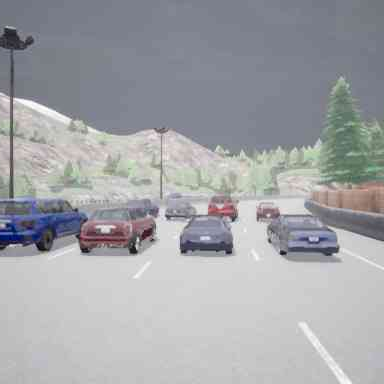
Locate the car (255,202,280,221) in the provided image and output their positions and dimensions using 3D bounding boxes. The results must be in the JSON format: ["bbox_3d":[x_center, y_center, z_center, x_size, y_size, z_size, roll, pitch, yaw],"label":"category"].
[{"bbox_3d":[6.025,1.533,26.543,1.812,1.442,4.674,0,0,11],"label":"car"}]

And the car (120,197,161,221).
[{"bbox_3d":[-4.297,1.366,28.468,2.097,1.767,4.553,0,0,11],"label":"car"}]

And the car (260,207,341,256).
[{"bbox_3d":[4.133,1.563,13.156,2.033,1.411,5.357,0,0,5],"label":"car"}]

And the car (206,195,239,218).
[{"bbox_3d":[2.592,1.258,27.224,2.150,2.045,5.566,0,0,11],"label":"car"}]

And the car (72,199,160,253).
[{"bbox_3d":[-2.839,1.366,13.780,2.097,1.767,4.553,0,0,5],"label":"car"}]

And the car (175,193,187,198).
[{"bbox_3d":[-1.685,1.486,85.341,1.812,1.442,4.674,0,0,29],"label":"car"}]

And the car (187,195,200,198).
[{"bbox_3d":[1.315,1.519,83.538,1.994,1.385,4.181,0,0,29],"label":"car"}]

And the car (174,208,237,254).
[{"bbox_3d":[0.648,1.572,13.483,1.994,1.385,4.181,0,0,5],"label":"car"}]

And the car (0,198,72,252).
[{"bbox_3d":[-6.318,1.258,14.167,2.150,2.045,5.566,0,0,5],"label":"car"}]

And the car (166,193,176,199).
[{"bbox_3d":[-4.700,1.182,87.118,2.150,2.045,5.566,0,0,29],"label":"car"}]

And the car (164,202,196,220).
[{"bbox_3d":[-0.852,1.563,27.846,2.033,1.411,5.357,0,0,11],"label":"car"}]
